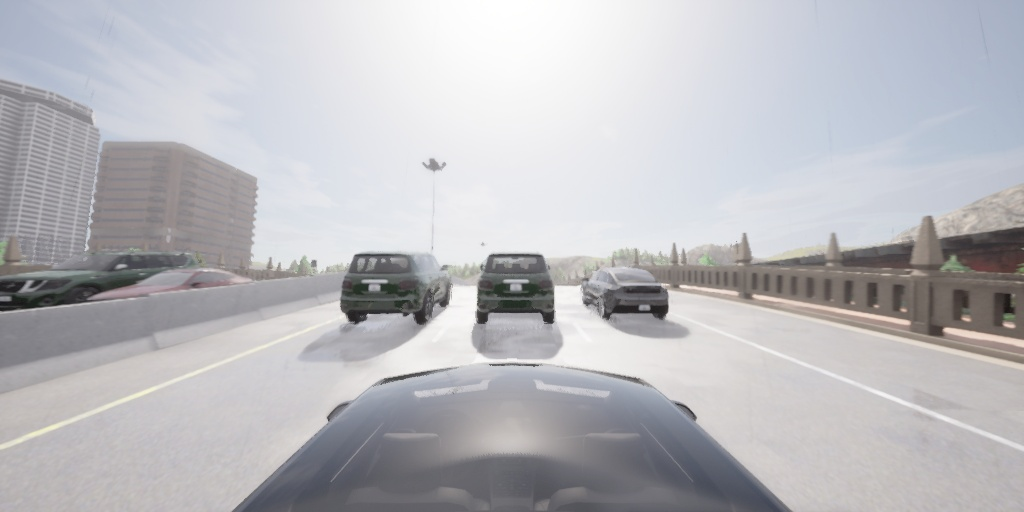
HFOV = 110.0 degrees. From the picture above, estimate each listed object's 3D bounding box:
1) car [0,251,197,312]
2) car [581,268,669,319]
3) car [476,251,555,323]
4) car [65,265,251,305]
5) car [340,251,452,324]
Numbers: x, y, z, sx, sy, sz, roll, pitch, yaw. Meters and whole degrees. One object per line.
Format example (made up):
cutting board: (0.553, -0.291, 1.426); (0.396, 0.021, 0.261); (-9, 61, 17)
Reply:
car: (-14.069, 0.837, 12.738); (2.150, 2.045, 5.566); (0, 0, 0)
car: (3.599, 1.142, 12.155); (1.837, 1.490, 4.892); (0, 0, 0)
car: (0.099, 0.858, 11.648); (2.150, 2.045, 5.566); (0, 0, 0)
car: (-10.573, 1.150, 11.603); (1.812, 1.442, 4.674); (0, 0, 0)
car: (-3.399, 0.855, 11.550); (2.150, 2.045, 5.566); (0, 0, 0)
